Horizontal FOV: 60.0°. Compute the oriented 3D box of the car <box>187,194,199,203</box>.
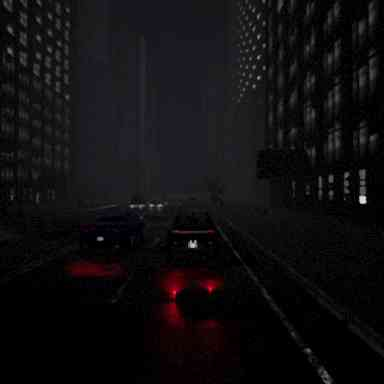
[{"bbox_3d":[-0.009,1.469,70.856,1.882,1.535,5.008,0,0,0],"label":"car"}]

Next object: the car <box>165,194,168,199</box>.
[{"bbox_3d":[-6.510,1.280,76.300,1.812,1.442,4.674,0,0,0],"label":"car"}]

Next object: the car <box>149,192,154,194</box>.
[{"bbox_3d":[-9.760,0.980,76.270,2.150,2.045,5.566,0,0,0],"label":"car"}]

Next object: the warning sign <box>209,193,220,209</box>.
[{"bbox_3d":[2.829,1.113,41.470,1.300,1.860,1.060,-1,-1,0],"label":"warning sign"}]

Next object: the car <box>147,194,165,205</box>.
[{"bbox_3d":[-6.549,1.522,60.604,1.812,1.442,4.674,0,0,1],"label":"car"}]

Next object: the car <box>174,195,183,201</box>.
[{"bbox_3d":[-3.261,1.434,81.696,2.033,1.411,5.357,0,0,0],"label":"car"}]

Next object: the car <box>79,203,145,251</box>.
[{"bbox_3d":[-3.199,1.476,14.150,1.882,1.535,5.008,0,0,0],"label":"car"}]

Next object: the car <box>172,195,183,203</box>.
[{"bbox_3d":[-3.260,1.516,71.688,1.812,1.442,4.674,0,0,0],"label":"car"}]

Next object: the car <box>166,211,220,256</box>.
[{"bbox_3d":[0.043,1.491,13.024,2.128,1.511,4.902,0,0,0],"label":"car"}]

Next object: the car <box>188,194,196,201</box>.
[{"bbox_3d":[-0.011,1.362,81.279,1.882,1.535,5.008,0,0,0],"label":"car"}]

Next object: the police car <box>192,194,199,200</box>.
[{"bbox_3d":[0.962,1.421,91.569,1.930,1.638,5.238,0,0,0],"label":"police car"}]

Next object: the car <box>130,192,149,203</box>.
[{"bbox_3d":[-9.791,1.217,60.537,2.150,2.045,5.566,0,0,1],"label":"car"}]
